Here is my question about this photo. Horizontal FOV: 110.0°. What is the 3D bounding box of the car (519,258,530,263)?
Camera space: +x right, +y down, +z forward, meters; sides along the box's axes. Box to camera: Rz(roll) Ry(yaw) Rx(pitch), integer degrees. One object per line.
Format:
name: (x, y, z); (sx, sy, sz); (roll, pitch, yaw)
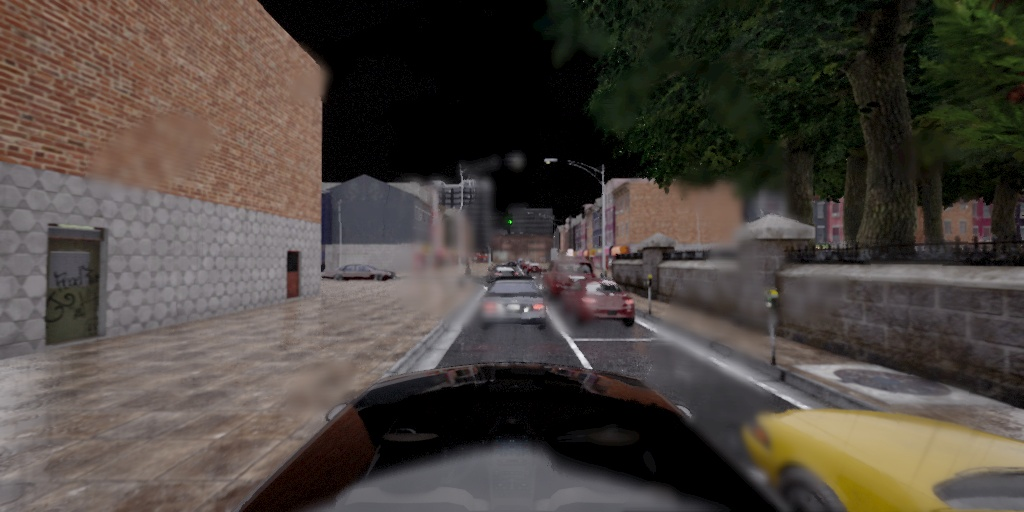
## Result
car: (2.628, 1.518, 59.718); (1.888, 1.381, 4.507); (0, 0, 0)

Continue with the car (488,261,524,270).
car: (-0.723, 1.346, 25.930); (1.812, 1.442, 4.674); (0, 0, -11)

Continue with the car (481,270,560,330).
car: (0.081, 1.321, 11.185); (2.033, 1.411, 5.357); (0, 0, 0)

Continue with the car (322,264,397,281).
car: (-12.053, 1.343, 28.522); (5.357, 1.411, 2.033); (0, -1, -4)

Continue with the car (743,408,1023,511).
car: (2.639, 1.273, 0.801); (1.751, 1.417, 4.829); (0, 0, 0)

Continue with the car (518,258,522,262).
car: (2.627, 1.317, 65.156); (2.192, 1.841, 5.009); (0, 0, 0)

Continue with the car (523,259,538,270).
car: (2.631, 1.439, 43.407); (1.888, 1.381, 4.507); (0, 0, 0)

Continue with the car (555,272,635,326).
car: (2.637, 1.357, 11.529); (1.802, 1.307, 4.207); (0, 0, 0)

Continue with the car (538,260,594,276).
car: (2.636, 1.106, 16.978); (2.192, 1.841, 5.009); (0, 0, 0)
